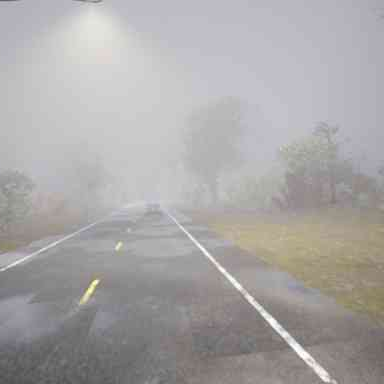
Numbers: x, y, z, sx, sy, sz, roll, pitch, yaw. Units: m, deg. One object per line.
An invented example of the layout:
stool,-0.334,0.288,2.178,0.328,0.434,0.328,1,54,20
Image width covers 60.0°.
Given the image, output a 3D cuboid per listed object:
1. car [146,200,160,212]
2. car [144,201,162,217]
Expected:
car,-5.819,2.030,49.516,1.812,1.442,4.674,-3,0,-7
car,-4.175,1.896,35.914,2.033,1.411,5.357,-3,0,-7
